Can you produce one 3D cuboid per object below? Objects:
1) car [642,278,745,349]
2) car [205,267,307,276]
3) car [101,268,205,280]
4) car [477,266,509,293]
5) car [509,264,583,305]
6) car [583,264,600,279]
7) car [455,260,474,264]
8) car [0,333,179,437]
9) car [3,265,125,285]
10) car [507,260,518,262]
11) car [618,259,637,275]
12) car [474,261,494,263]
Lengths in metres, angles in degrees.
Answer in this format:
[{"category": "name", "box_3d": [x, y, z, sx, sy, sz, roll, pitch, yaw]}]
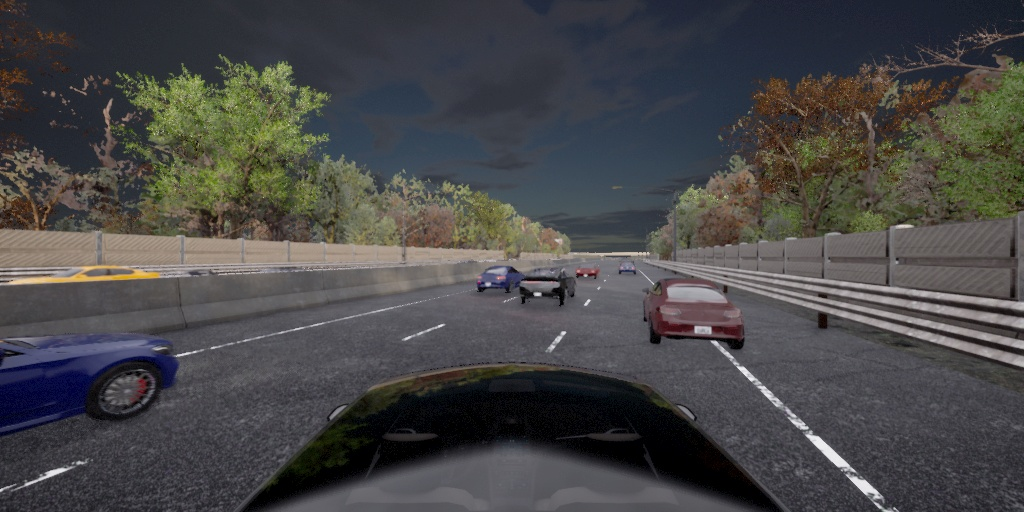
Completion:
[{"category": "car", "box_3d": [4.410, 1.278, 9.180, 1.812, 1.442, 4.674, 0, 0, 17]}, {"category": "car", "box_3d": [-12.302, 1.297, 18.803, 2.033, 1.411, 5.357, 0, 0, 17]}, {"category": "car", "box_3d": [-16.319, 1.349, 17.693, 1.895, 1.301, 4.718, 0, 0, 17]}, {"category": "car", "box_3d": [-0.532, 1.280, 20.612, 1.812, 1.442, 4.674, 0, 0, 17]}, {"category": "car", "box_3d": [1.719, 1.244, 16.058, 2.128, 1.511, 4.902, 0, 0, 17]}, {"category": "car", "box_3d": [7.026, 1.361, 32.963, 1.895, 1.301, 4.718, 0, 0, 17]}, {"category": "car", "box_3d": [-7.478, 1.318, 57.525, 2.033, 1.411, 5.357, 0, 0, 18]}, {"category": "car", "box_3d": [-5.994, 1.274, 3.165, 1.812, 1.442, 4.674, 0, 0, 17]}, {"category": "car", "box_3d": [-20.150, 1.225, 17.171, 1.882, 1.535, 5.008, 0, 0, 17]}, {"category": "car", "box_3d": [0.106, 1.302, 58.295, 1.812, 1.442, 4.674, 0, 0, 18]}, {"category": "car", "box_3d": [13.024, 1.312, 40.443, 2.033, 1.411, 5.357, 0, 0, 18]}, {"category": "car", "box_3d": [-3.884, 1.373, 57.287, 1.895, 1.301, 4.718, 0, 0, 18]}]
